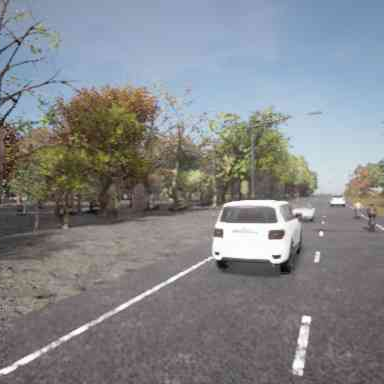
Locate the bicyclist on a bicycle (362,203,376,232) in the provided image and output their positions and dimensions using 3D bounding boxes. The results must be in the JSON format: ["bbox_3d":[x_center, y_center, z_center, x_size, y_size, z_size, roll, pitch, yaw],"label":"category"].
[{"bbox_3d":[10.406,1.480,19.266,0.582,1.620,1.656,-1,-1,22],"label":"bicyclist on a bicycle"}]

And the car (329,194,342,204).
[{"bbox_3d":[29.285,1.424,68.023,2.150,2.045,5.566,-1,-1,22],"label":"car"}]

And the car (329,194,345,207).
[{"bbox_3d":[24.332,1.380,55.640,2.150,2.045,5.566,-1,0,22],"label":"car"}]

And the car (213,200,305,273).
[{"bbox_3d":[2.405,1.288,11.240,2.150,2.045,5.566,-1,-1,22],"label":"car"}]

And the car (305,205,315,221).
[{"bbox_3d":[9.434,1.722,28.430,1.895,1.301,4.718,-1,-1,22],"label":"car"}]

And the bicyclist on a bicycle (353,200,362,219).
[{"bbox_3d":[14.073,1.491,28.191,0.866,1.612,1.509,-1,-1,22],"label":"bicyclist on a bicycle"}]
